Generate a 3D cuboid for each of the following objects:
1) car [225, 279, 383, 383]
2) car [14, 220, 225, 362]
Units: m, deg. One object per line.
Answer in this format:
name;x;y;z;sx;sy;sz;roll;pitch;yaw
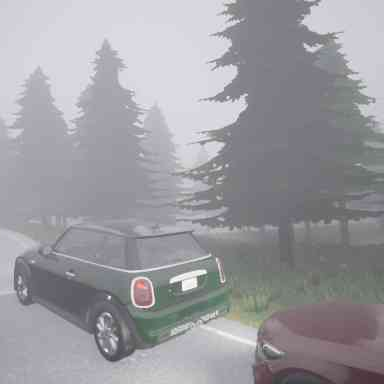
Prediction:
car;2.768;1.532;2.584;4.674;1.442;1.812;1;0;36
car;-1.566;1.309;6.198;4.553;1.767;2.097;1;1;44
